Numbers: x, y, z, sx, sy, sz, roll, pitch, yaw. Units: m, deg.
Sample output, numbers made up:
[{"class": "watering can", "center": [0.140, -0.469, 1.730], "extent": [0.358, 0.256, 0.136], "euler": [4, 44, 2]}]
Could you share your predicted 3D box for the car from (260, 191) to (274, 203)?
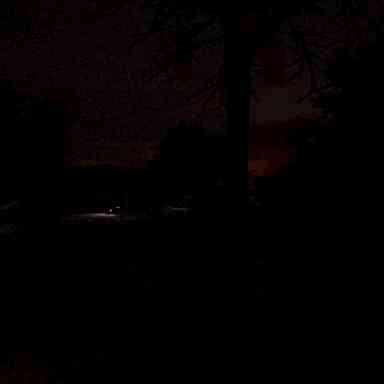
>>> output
[{"class": "car", "center": [13.143, 0.943, 58.881], "extent": [2.150, 2.045, 5.566], "euler": [1, 0, 22]}]

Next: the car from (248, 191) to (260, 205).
[{"class": "car", "center": [7.394, 0.829, 46.882], "extent": [2.150, 2.045, 5.566], "euler": [1, 1, 28]}]

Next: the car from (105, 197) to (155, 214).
[{"class": "car", "center": [-5.632, 1.214, 31.444], "extent": [2.033, 1.411, 5.357], "euler": [2, 2, 35]}]

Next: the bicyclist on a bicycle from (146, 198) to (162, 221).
[{"class": "bicyclist on a bicycle", "center": [-2.791, 1.285, 24.299], "extent": [1.656, 1.620, 0.582], "euler": [0, 0, 36]}]

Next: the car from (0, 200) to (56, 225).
[{"class": "car", "center": [-11.793, 1.324, 23.000], "extent": [1.812, 1.442, 4.674], "euler": [2, 1, 37]}]

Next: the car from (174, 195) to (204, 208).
[{"class": "car", "center": [-0.259, 1.083, 39.848], "extent": [1.812, 1.442, 4.674], "euler": [1, 1, 31]}]
